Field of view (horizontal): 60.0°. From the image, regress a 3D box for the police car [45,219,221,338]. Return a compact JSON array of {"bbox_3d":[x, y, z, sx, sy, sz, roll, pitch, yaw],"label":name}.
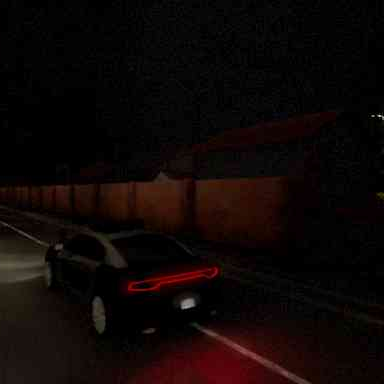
[{"bbox_3d":[-1.612,1.391,6.871,1.930,1.638,5.238,0,0,-37],"label":"police car"}]
